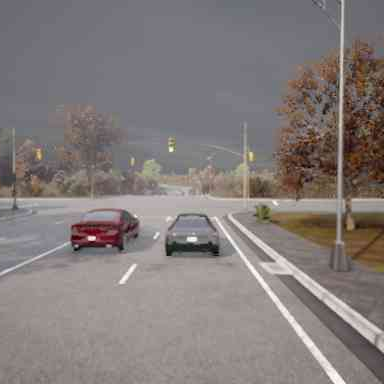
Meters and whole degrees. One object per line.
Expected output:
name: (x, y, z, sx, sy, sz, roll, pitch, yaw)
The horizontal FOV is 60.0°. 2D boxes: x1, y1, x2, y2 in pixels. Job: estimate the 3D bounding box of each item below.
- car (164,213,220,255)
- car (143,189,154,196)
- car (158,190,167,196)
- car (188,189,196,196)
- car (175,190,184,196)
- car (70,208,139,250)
car: (0.024, 1.518, 13.139, 1.994, 1.385, 4.181, 0, 1, 1)
car: (-10.468, 0.104, 79.760, 2.097, 1.767, 4.553, 0, -1, 0)
car: (-6.967, 0.289, 79.726, 2.033, 1.411, 5.357, 0, -1, 0)
car: (0.036, 0.369, 87.195, 2.128, 1.511, 4.902, 0, -1, 0)
car: (-3.464, 0.446, 87.642, 1.895, 1.301, 4.718, 0, -1, 0)
car: (-3.467, 1.415, 14.039, 1.882, 1.535, 5.008, 0, 1, 1)
